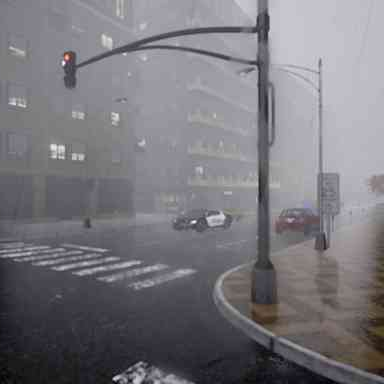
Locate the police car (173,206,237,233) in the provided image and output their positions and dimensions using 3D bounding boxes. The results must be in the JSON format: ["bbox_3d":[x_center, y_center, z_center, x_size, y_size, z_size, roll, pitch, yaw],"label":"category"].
[{"bbox_3d":[0.702,1.766,21.794,2.038,1.542,4.974,0,-1,35],"label":"police car"}]

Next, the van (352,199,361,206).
[{"bbox_3d":[42.131,2.789,85.290,1.690,1.788,3.998,-1,-2,35],"label":"van"}]

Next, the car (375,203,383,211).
[{"bbox_3d":[32.694,2.540,57.385,1.947,1.339,4.313,-1,-2,35],"label":"car"}]

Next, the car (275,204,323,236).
[{"bbox_3d":[6.656,1.712,20.446,1.967,1.590,4.097,-1,-2,35],"label":"car"}]

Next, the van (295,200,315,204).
[{"bbox_3d":[16.131,2.084,48.324,1.690,1.788,3.998,-1,-2,35],"label":"van"}]

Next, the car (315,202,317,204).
[{"bbox_3d":[19.386,2.271,52.939,1.967,1.590,4.097,-1,-2,35],"label":"car"}]

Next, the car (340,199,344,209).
[{"bbox_3d":[29.149,2.410,66.795,2.192,1.841,5.009,-1,-2,35],"label":"car"}]

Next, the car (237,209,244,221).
[{"bbox_3d":[3.015,1.914,29.709,1.752,1.417,4.829,-1,-2,35],"label":"car"}]
